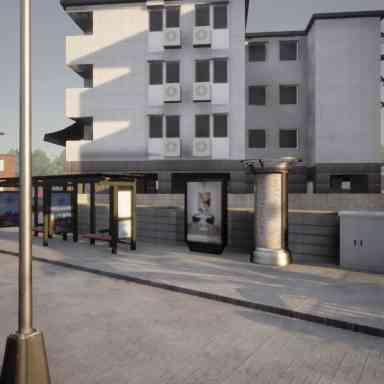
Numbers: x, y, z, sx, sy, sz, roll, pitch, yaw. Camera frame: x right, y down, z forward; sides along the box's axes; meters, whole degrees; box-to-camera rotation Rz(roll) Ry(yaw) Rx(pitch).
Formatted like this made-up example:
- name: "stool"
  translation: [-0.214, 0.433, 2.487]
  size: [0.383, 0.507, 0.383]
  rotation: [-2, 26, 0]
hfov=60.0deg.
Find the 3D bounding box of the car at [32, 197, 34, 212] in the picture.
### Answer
- name: "car"
  translation: [-16.838, 1.356, 34.224]
  size: [2.097, 1.767, 4.553]
  rotation: [0, 0, 36]
